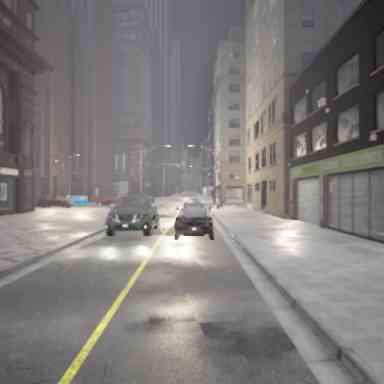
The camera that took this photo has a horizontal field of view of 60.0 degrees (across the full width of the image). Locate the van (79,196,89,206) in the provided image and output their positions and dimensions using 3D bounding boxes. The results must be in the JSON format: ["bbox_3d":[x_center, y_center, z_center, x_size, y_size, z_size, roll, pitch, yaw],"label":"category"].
[{"bbox_3d":[-19.624,1.519,56.529,3.998,1.788,1.690,-1,1,0],"label":"van"}]

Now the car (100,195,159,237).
[{"bbox_3d":[-3.090,1.196,18.223,2.150,2.045,5.566,0,0,0],"label":"car"}]

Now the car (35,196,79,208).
[{"bbox_3d":[-19.643,1.462,48.003,5.009,1.841,2.192,-1,0,0],"label":"car"}]

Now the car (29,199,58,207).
[{"bbox_3d":[-25.245,1.828,56.550,4.206,1.307,1.802,-1,1,0],"label":"car"}]

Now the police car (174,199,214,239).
[{"bbox_3d":[0.096,1.402,17.273,1.930,1.638,5.238,0,0,0],"label":"police car"}]

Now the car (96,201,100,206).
[{"bbox_3d":[-13.997,1.655,56.512,4.507,1.381,1.887,-1,0,0],"label":"car"}]

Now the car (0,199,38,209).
[{"bbox_3d":[-25.095,1.738,48.023,4.829,1.417,1.752,-1,0,0],"label":"car"}]
